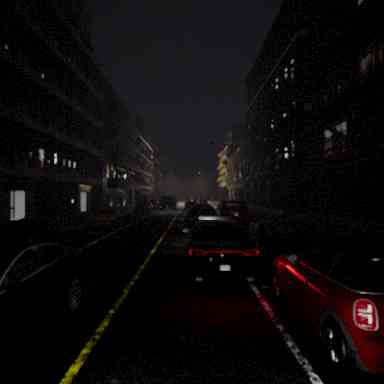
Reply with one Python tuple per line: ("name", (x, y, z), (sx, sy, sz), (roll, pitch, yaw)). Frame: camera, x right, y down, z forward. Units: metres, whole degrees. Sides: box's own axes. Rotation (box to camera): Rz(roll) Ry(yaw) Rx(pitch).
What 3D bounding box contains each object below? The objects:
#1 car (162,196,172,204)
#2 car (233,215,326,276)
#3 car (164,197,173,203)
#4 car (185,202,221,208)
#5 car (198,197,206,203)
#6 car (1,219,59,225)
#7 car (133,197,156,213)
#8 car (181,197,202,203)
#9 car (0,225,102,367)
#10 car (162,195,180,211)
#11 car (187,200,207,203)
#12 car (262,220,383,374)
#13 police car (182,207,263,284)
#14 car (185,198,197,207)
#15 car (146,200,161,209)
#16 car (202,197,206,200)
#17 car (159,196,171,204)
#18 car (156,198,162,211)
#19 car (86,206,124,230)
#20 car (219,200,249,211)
("car", (-5.864, 1.875, 78.933), (1.967, 1.590, 4.097), (0, 0, 0))
("car", (2.668, 1.617, 11.312), (2.008, 1.369, 4.403), (0, 0, 0))
("car", (-5.876, 2.009, 84.570), (1.887, 1.381, 4.507), (0, 0, 0))
("car", (0.622, 1.596, 19.873), (1.882, 1.535, 5.008), (0, -1, 5))
("car", (2.504, 2.009, 84.584), (1.887, 1.381, 4.507), (0, 0, 0))
("car", (-5.713, 1.632, 11.296), (1.947, 1.339, 4.313), (0, 0, 0))
("car", (-5.776, 1.663, 39.480), (1.967, 1.590, 4.097), (0, 0, 0))
("car", (-0.096, 1.757, 47.338), (2.128, 1.511, 4.902), (0, 0, 0))
("car", (-3.110, 1.521, 4.920), (2.128, 1.511, 4.902), (0, 0, 0))
("car", (-3.195, 1.477, 45.478), (2.150, 2.045, 5.566), (0, 0, 0))
("car", (0.727, 1.652, 25.777), (1.837, 1.490, 4.892), (0, 0, -2))
("car", (2.680, 1.474, 5.677), (1.967, 1.590, 4.097), (0, 0, 0))
("police car", (0.737, 1.483, 9.919), (1.930, 1.638, 5.238), (0, 0, 0))
("car", (-0.135, 1.888, 61.181), (2.033, 1.411, 5.357), (0, 0, 0))
("car", (-5.802, 1.866, 50.752), (1.802, 1.307, 4.206), (0, 0, 0))
("car", (2.529, 1.931, 73.482), (1.752, 1.417, 4.829), (0, 0, 0))
("car", (-5.850, 1.720, 73.298), (2.192, 1.841, 5.009), (0, 0, 0))
("car", (-5.788, 1.569, 45.117), (2.192, 1.841, 5.009), (0, 0, 0))
("car", (-5.738, 1.654, 22.399), (1.752, 1.417, 4.829), (0, 0, 0))
("car", (2.644, 1.444, 22.586), (2.192, 1.841, 5.009), (0, 0, 0))
